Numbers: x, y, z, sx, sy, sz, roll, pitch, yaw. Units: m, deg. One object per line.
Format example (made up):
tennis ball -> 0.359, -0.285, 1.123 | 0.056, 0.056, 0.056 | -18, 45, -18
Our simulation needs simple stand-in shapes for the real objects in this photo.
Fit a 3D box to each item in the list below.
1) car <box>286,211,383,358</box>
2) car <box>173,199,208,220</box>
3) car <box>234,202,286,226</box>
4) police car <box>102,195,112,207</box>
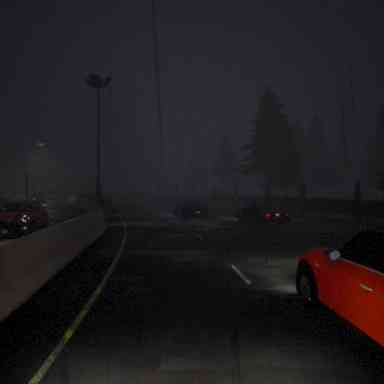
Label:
car -> 3.255, 1.310, 4.964 | 2.097, 1.767, 4.553 | 0, 0, -3
car -> -0.185, 1.305, 26.343 | 1.882, 1.535, 5.008 | 0, 0, -15
car -> 4.504, 1.391, 22.072 | 2.033, 1.411, 5.357 | 0, 0, -13
police car -> -12.449, 1.160, 45.631 | 1.930, 1.638, 5.238 | 0, 0, -27
